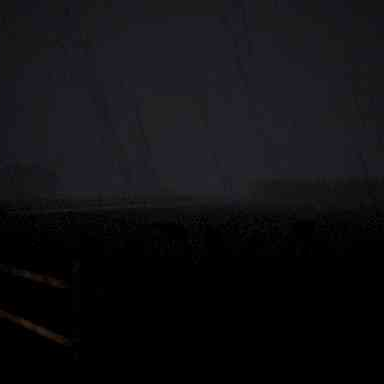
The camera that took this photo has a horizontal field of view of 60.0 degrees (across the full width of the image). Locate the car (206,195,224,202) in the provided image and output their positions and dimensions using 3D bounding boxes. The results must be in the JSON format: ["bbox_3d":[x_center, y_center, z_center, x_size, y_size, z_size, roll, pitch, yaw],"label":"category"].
[{"bbox_3d":[4.439,1.215,64.099,1.812,1.442,4.674,0,0,35],"label":"car"}]

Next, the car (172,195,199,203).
[{"bbox_3d":[-1.133,1.286,60.855,2.033,1.411,5.357,0,0,35],"label":"car"}]

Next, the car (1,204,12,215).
[{"bbox_3d":[-18.828,1.446,30.301,1.994,1.385,4.181,0,0,35],"label":"car"}]

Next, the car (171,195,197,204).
[{"bbox_3d":[-1.561,1.270,55.297,1.812,1.442,4.674,0,0,35],"label":"car"}]
